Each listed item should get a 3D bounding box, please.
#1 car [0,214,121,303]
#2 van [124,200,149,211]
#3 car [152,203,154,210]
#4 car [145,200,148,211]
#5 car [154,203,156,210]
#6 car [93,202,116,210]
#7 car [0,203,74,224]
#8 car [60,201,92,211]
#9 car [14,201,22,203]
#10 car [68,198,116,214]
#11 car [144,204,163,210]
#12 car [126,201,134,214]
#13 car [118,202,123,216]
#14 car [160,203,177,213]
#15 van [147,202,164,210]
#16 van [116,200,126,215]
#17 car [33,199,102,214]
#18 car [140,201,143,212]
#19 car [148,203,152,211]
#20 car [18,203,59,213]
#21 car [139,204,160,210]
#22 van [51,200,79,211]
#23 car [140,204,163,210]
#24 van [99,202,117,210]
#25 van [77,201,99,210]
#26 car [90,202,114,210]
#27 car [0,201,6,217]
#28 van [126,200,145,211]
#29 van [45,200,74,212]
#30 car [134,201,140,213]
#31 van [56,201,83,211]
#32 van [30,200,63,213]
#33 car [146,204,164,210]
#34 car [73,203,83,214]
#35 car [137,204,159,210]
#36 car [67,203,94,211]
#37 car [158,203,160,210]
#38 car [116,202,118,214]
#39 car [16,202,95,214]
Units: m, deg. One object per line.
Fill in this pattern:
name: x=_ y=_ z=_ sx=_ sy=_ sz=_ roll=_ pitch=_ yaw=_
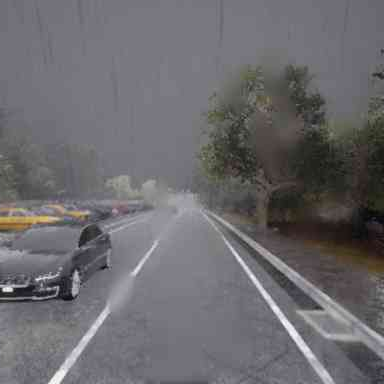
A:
car: x=-3.349 y=1.540 z=8.483 sx=1.837 sy=1.490 sz=4.892 roll=0 pitch=0 yaw=0
van: x=-10.187 y=2.542 z=61.291 sx=4.442 sy=1.987 sz=1.878 roll=0 pitch=-2 yaw=0
car: x=-10.304 y=2.927 z=64.053 sx=4.674 sy=1.452 sz=2.002 roll=0 pitch=-2 yaw=0
car: x=-10.337 y=2.587 z=55.758 sx=4.792 sy=1.488 sz=2.163 roll=0 pitch=-2 yaw=0
car: x=-10.294 y=3.007 z=66.829 sx=5.008 sy=1.535 sz=2.097 roll=0 pitch=-2 yaw=0
car: x=-23.336 y=3.722 z=89.123 sx=5.566 sy=2.045 sz=2.435 roll=0 pitch=-2 yaw=0
car: x=-10.147 y=1.622 z=19.690 sx=5.366 sy=1.575 sz=1.946 roll=0 pitch=-1 yaw=0
car: x=-23.351 y=2.758 z=66.856 sx=5.566 sy=2.045 sz=2.435 roll=0 pitch=-2 yaw=0
car: x=-23.394 y=2.107 z=39.178 sx=5.008 sy=1.535 sz=2.097 roll=0 pitch=-2 yaw=0
car: x=-10.297 y=1.626 z=30.783 sx=5.566 sy=2.045 sz=2.435 roll=0 pitch=-2 yaw=0
car: x=-10.255 y=3.998 z=89.016 sx=4.792 sy=1.488 sz=2.163 roll=0 pitch=-2 yaw=0
car: x=-10.322 y=2.179 z=41.877 sx=5.008 sy=1.535 sz=2.097 roll=0 pitch=-2 yaw=0
car: x=-10.323 y=2.068 z=36.326 sx=4.674 sy=1.452 sz=2.002 roll=0 pitch=-2 yaw=0
car: x=-3.318 y=2.534 z=49.897 sx=1.895 sy=1.301 sz=4.718 roll=0 pitch=-2 yaw=0
van: x=-10.397 y=3.983 z=94.574 sx=4.442 sy=1.987 sz=1.878 roll=0 pitch=-2 yaw=0
van: x=-10.436 y=1.878 z=39.108 sx=4.442 sy=1.987 sz=1.878 roll=0 pitch=-2 yaw=0
car: x=-10.358 y=1.679 z=28.009 sx=4.553 sy=1.767 sz=2.185 roll=0 pitch=-2 yaw=0
car: x=-10.314 y=2.446 z=50.202 sx=4.674 sy=1.452 sz=2.002 roll=0 pitch=-2 yaw=0
car: x=-10.334 y=2.396 z=58.519 sx=5.566 sy=2.045 sz=2.435 roll=0 pitch=-2 yaw=0
car: x=-23.206 y=2.409 z=50.382 sx=5.366 sy=1.575 sz=1.946 roll=0 pitch=-2 yaw=0
car: x=-10.296 y=3.609 z=80.697 sx=4.892 sy=1.521 sz=2.231 roll=0 pitch=-2 yaw=0
van: x=-23.500 y=2.549 z=61.445 sx=4.442 sy=1.987 sz=1.878 roll=0 pitch=-2 yaw=0
car: x=-10.103 y=3.725 z=83.470 sx=5.366 sy=1.575 sz=1.946 roll=0 pitch=-2 yaw=0
van: x=-23.245 y=3.867 z=91.888 sx=4.442 sy=1.987 sz=1.878 roll=0 pitch=-2 yaw=0
van: x=-23.490 y=3.143 z=75.158 sx=4.442 sy=1.987 sz=1.878 roll=0 pitch=-2 yaw=0
car: x=-23.338 y=3.602 z=86.355 sx=5.566 sy=2.045 sz=2.435 roll=0 pitch=-2 yaw=0
car: x=-23.369 y=1.909 z=36.537 sx=4.553 sy=1.767 sz=2.185 roll=0 pitch=-2 yaw=0
van: x=-10.193 y=2.256 z=52.984 sx=4.442 sy=1.987 sz=1.878 roll=0 pitch=-2 yaw=0
van: x=-23.269 y=2.423 z=58.544 sx=4.442 sy=1.987 sz=1.878 roll=0 pitch=-2 yaw=0
car: x=-10.283 y=2.360 z=47.425 sx=4.792 sy=1.488 sz=2.163 roll=0 pitch=-2 yaw=0
van: x=-23.498 y=2.663 z=64.087 sx=4.442 sy=1.987 sz=1.878 roll=0 pitch=-2 yaw=0
van: x=-23.272 y=2.261 z=53.155 sx=4.442 sy=1.987 sz=1.878 roll=0 pitch=-2 yaw=0
car: x=-10.253 y=4.118 z=91.790 sx=4.792 sy=1.488 sz=2.163 roll=0 pitch=-2 yaw=0
car: x=-10.336 y=1.678 z=22.459 sx=4.892 sy=1.521 sz=2.231 roll=0 pitch=-1 yaw=0
car: x=-10.286 y=3.489 z=77.923 sx=4.892 sy=1.521 sz=2.231 roll=0 pitch=-2 yaw=0
car: x=-23.372 y=3.134 z=69.737 sx=5.008 sy=1.535 sz=2.097 roll=0 pitch=-2 yaw=0
car: x=-10.108 y=3.365 z=75.150 sx=5.366 sy=1.575 sz=1.946 roll=0 pitch=-2 yaw=0
car: x=-10.352 y=1.982 z=33.551 sx=4.792 sy=1.488 sz=2.163 roll=0 pitch=-2 yaw=0
car: x=-10.335 y=1.736 z=25.230 sx=5.008 sy=1.535 sz=2.097 roll=0 pitch=-1 yaw=0
